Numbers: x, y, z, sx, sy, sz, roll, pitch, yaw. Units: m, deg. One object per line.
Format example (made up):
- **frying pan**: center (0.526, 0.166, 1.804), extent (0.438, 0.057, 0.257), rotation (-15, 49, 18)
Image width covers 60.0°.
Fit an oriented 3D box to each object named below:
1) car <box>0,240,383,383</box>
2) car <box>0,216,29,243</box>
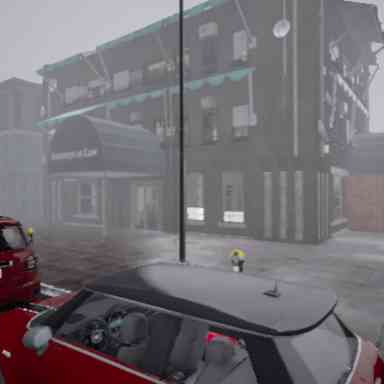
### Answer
- **car**: center (-0.444, 1.450, 3.194), extent (4.097, 1.590, 1.967), rotation (0, 0, 36)
- **car**: center (-4.952, 1.351, 6.415), extent (5.009, 1.841, 2.192), rotation (0, 0, 36)
